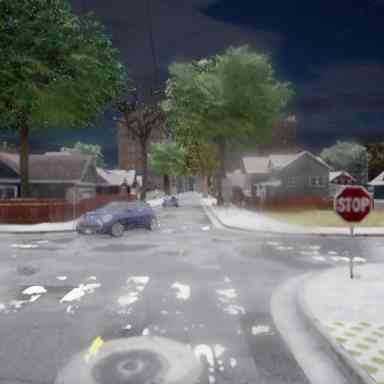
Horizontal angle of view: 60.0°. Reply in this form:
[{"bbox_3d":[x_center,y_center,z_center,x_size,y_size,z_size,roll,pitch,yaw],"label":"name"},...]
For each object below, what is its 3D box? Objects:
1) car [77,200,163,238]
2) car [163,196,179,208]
[{"bbox_3d":[-3.722,1.222,17.128,2.097,1.767,4.553,-1,-1,26],"label":"car"},{"bbox_3d":[-2.688,1.250,42.358,1.812,1.442,4.674,0,1,0],"label":"car"}]
